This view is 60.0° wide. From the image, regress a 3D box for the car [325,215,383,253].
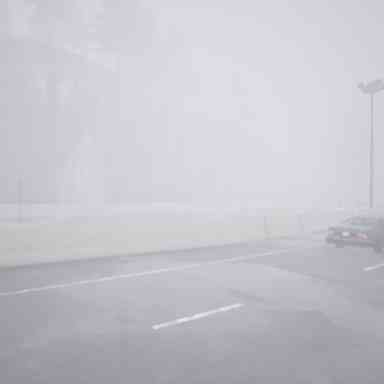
[{"bbox_3d":[7.850,1.694,14.442,5.357,1.411,2.033,1,0,-40],"label":"car"}]
